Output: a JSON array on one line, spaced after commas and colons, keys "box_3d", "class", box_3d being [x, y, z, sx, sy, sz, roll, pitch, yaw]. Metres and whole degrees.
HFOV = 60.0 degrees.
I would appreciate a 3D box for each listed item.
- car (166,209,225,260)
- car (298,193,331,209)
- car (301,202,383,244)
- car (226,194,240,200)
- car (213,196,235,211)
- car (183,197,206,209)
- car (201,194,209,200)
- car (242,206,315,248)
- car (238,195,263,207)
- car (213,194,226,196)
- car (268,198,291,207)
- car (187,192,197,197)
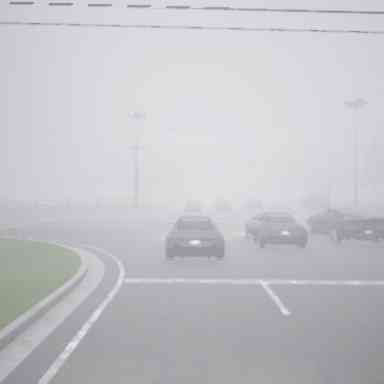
[{"box_3d": [0.101, 1.551, 12.430, 1.994, 1.385, 4.181, 0, 0, 0], "class": "car"}, {"box_3d": [14.101, 1.184, 38.434, 2.150, 2.045, 5.566, 0, 0, 0], "class": "car"}, {"box_3d": [7.102, 1.462, 15.869, 1.882, 1.535, 5.008, 0, 0, 0], "class": "car"}, {"box_3d": [10.507, 1.414, 86.236, 1.837, 1.490, 4.892, 0, 0, 0], "class": "car"}, {"box_3d": [3.602, 1.524, 39.813, 1.994, 1.385, 4.181, 0, 0, 0], "class": "car"}, {"box_3d": [0.102, 1.514, 33.939, 2.033, 1.411, 5.357, 0, 0, 0], "class": "car"}, {"box_3d": [3.507, 1.440, 86.064, 2.128, 1.511, 4.902, 0, 0, 0], "class": "car"}, {"box_3d": [3.601, 1.549, 14.820, 1.994, 1.385, 4.181, 0, 0, 0], "class": "car"}, {"box_3d": [7.102, 1.453, 39.251, 2.128, 1.511, 4.902, 0, 0, 0], "class": "car"}, {"box_3d": [7.007, 1.393, 85.990, 1.882, 1.535, 5.008, 0, 0, 0], "class": "car"}, {"box_3d": [10.589, 1.486, 40.332, 1.812, 1.442, 4.674, 0, 0, 0], "class": "car"}, {"box_3d": [0.007, 1.140, 85.718, 2.150, 2.045, 5.566, 0, 0, 0], "class": "car"}]
